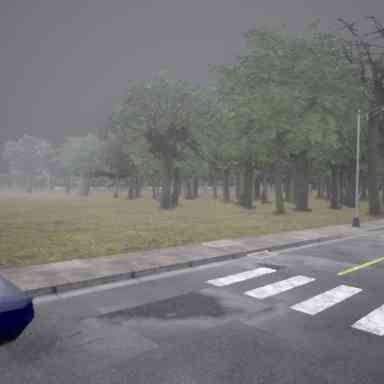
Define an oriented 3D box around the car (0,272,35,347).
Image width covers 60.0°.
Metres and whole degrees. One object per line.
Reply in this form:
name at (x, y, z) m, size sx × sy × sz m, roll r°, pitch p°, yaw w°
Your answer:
car at (-4.428, 1.555, 3.530) m, size 4.718 × 1.301 × 1.895 m, roll 1°, pitch 1°, yaw -43°
